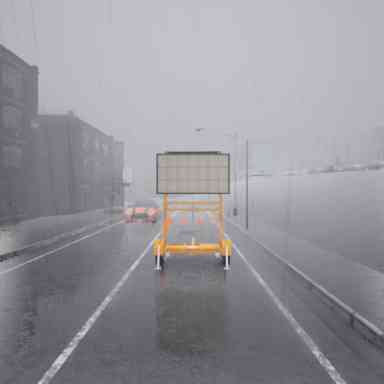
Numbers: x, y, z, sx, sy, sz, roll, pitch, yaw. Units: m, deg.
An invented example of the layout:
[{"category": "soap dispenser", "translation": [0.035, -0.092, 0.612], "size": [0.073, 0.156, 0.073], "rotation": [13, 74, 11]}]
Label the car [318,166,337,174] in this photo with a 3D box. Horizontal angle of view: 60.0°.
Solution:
[{"category": "car", "translation": [23.523, -3.542, 54.955], "size": [2.163, 1.488, 4.792], "rotation": [0, 1, -6]}]

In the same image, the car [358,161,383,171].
[{"category": "car", "translation": [25.033, -3.369, 44.120], "size": [2.231, 1.521, 4.892], "rotation": [0, 1, -9]}]

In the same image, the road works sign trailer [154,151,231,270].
[{"category": "road works sign trailer", "translation": [0.036, 0.460, 11.058], "size": [2.380, 3.560, 2.880], "rotation": [0, 0, 1]}]

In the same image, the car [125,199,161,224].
[{"category": "car", "translation": [-3.509, 1.342, 24.412], "size": [2.097, 1.767, 4.553], "rotation": [0, 0, 0]}]

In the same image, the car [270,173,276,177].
[{"category": "car", "translation": [21.714, -4.057, 82.747], "size": [2.231, 1.521, 4.892], "rotation": [0, 1, -1]}]

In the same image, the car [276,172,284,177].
[{"category": "car", "translation": [21.844, -3.978, 77.229], "size": [2.231, 1.521, 4.892], "rotation": [0, 1, -1]}]

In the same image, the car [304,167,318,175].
[{"category": "car", "translation": [22.902, -3.803, 60.645], "size": [2.185, 1.767, 4.553], "rotation": [0, 1, -5]}]

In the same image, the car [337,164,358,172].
[{"category": "car", "translation": [24.226, -3.431, 49.481], "size": [2.002, 1.452, 4.674], "rotation": [0, 1, -7]}]

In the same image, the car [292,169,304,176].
[{"category": "car", "translation": [22.432, -3.779, 66.151], "size": [2.097, 1.535, 5.008], "rotation": [0, 1, -4]}]

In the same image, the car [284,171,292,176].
[{"category": "car", "translation": [22.079, -3.841, 71.688], "size": [2.002, 1.452, 4.674], "rotation": [0, 1, -3]}]
